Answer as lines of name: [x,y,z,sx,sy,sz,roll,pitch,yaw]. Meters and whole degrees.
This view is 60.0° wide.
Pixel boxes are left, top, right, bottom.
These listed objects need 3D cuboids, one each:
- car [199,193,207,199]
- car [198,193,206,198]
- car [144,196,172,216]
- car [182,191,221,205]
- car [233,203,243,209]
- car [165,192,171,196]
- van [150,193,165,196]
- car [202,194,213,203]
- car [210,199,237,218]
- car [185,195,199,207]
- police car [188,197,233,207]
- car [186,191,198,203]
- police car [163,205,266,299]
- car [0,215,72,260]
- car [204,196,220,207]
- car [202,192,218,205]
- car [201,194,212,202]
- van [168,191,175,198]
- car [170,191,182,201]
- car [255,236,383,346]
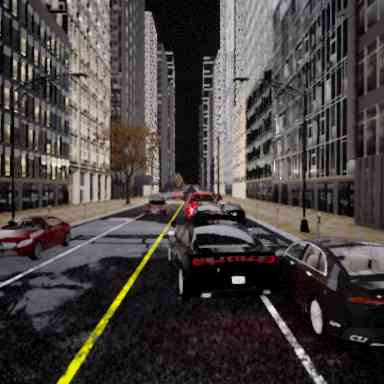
car: [2.690,1.009,80.529,1.752,1.417,4.829,0,0,0]
car: [2.691,0.967,91.756,1.947,1.339,4.313,0,0,0]
car: [-3.097,1.347,29.834,1.812,1.442,4.674,0,0,0]
car: [0.562,1.076,24.557,2.150,2.045,5.566,0,0,-2]
car: [2.687,1.427,23.378,1.947,1.339,4.313,0,0,0]
car: [-5.691,1.155,63.267,2.008,1.369,4.403,0,0,0]
van: [-5.694,1.021,51.872,1.690,1.788,3.998,0,0,0]
car: [2.688,1.167,57.736,1.752,1.417,4.829,0,0,0]
car: [2.687,1.371,29.076,1.887,1.381,4.507,0,0,0]
car: [0.021,1.245,45.818,1.812,1.442,4.674,0,0,1]
police car: [0.901,1.315,18.678,1.930,1.638,5.238,0,0,0]
car: [0.002,0.854,59.093,2.150,2.045,5.566,0,0,0]
police car: [0.457,1.374,8.578,1.930,1.638,5.238,0,0,-9]
car: [-5.694,1.511,11.988,1.802,1.307,4.206,0,0,0]
car: [2.688,1.262,46.169,1.887,1.381,4.507,0,0,0]
car: [2.687,0.995,51.867,2.192,1.841,5.009,0,0,0]
car: [2.689,1.149,63.264,1.887,1.381,4.507,0,0,0]
van: [-5.691,0.743,91.759,1.690,1.788,3.998,0,0,0]
car: [-2.997,0.763,70.992,2.150,2.045,5.566,0,0,0]
car: [2.686,1.513,6.283,2.008,1.369,4.403,0,0,0]
